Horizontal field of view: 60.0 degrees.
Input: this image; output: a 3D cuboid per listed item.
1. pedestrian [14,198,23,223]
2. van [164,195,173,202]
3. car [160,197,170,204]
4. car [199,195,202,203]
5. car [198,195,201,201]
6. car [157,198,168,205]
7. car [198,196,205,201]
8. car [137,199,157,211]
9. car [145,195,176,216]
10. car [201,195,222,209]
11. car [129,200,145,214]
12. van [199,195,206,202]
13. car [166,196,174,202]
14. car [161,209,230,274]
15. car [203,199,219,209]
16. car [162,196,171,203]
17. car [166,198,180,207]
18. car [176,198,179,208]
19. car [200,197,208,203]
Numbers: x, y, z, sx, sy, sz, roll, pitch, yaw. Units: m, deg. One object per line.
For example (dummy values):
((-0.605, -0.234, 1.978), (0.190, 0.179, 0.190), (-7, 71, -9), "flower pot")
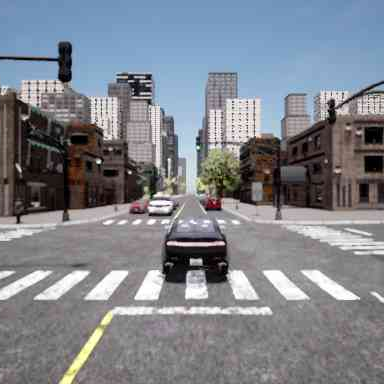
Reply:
((-12.514, 1.336, 23.955), (0.375, 1.860, 0.375), (0, 0, 0), "pedestrian")
((-5.698, 1.569, 80.897), (1.690, 1.788, 3.998), (0, 0, 0), "van")
((-5.697, 1.769, 69.846), (1.802, 1.307, 4.206), (0, 0, 0), "car")
((2.685, 1.715, 58.797), (1.947, 1.339, 4.313), (0, 0, 0), "car")
((2.683, 1.718, 64.322), (2.008, 1.369, 4.403), (0, 0, 0), "car")
((-5.697, 1.749, 64.321), (1.802, 1.307, 4.206), (0, 0, 0), "car")
((2.680, 1.799, 92.118), (1.752, 1.417, 4.829), (0, 0, 0), "car")
((-5.694, 1.665, 42.219), (1.947, 1.339, 4.313), (0, 0, 0), "car")
((-3.090, 1.297, 33.756), (2.150, 2.045, 5.566), (0, 0, 0), "car")
((2.687, 1.414, 42.221), (2.192, 1.841, 5.009), (0, 0, 0), "car")
((-5.781, 1.628, 36.698), (1.887, 1.381, 4.507), (0, 0, 0), "car")
((2.681, 1.591, 86.424), (1.690, 1.788, 3.998), (0, 0, 0), "van")
((-5.699, 1.801, 86.422), (2.008, 1.369, 4.403), (0, 0, 0), "car")
((0.098, 1.514, 10.659), (2.128, 1.511, 4.902), (0, 0, 0), "car")
((2.686, 1.681, 47.746), (1.947, 1.339, 4.313), (0, 0, 0), "car")
((-5.698, 1.732, 75.201), (1.752, 1.417, 4.829), (0, 0, 0), "car")
((-3.006, 1.682, 54.139), (2.033, 1.411, 5.357), (0, 0, 0), "car")
((-3.072, 1.667, 43.807), (1.994, 1.385, 4.181), (0, 0, 0), "car")
((2.682, 1.789, 75.372), (1.802, 1.307, 4.206), (0, 0, 0), "car")
